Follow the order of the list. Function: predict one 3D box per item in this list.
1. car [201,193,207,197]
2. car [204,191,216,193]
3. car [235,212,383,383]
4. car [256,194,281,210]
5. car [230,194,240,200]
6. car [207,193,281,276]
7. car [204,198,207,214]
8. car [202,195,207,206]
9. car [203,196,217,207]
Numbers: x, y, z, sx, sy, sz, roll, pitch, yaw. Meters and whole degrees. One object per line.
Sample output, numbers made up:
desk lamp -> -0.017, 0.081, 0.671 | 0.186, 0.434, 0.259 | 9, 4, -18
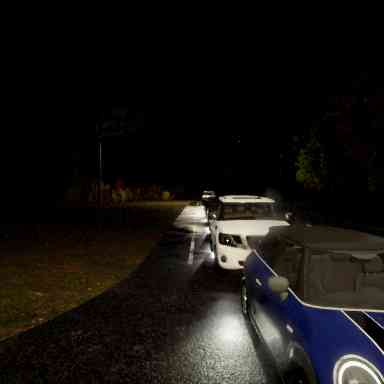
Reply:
car -> 2.393, 1.275, 41.599 | 2.128, 1.511, 4.902 | 0, 0, 1
car -> 2.743, 0.938, 54.441 | 2.150, 2.045, 5.566 | 0, 0, 2
car -> 1.940, 1.338, 4.156 | 2.097, 1.767, 4.553 | 0, 0, 0
car -> 9.368, 1.139, 40.949 | 2.097, 1.767, 4.553 | 0, 0, 1
car -> 10.184, 1.180, 78.645 | 1.895, 1.301, 4.718 | 0, 0, 1
car -> 1.716, 1.160, 10.502 | 2.150, 2.045, 5.566 | 0, 0, 1
car -> 1.978, 1.380, 23.089 | 1.837, 1.490, 4.892 | 0, 0, 1
car -> 2.113, 1.322, 29.344 | 1.882, 1.535, 5.008 | 0, 0, 1
car -> 2.567, 1.314, 48.008 | 1.994, 1.385, 4.181 | 0, 0, 2
